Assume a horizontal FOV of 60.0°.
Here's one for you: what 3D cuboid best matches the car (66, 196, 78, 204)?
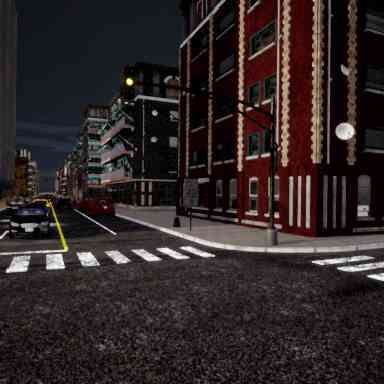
[{"bbox_3d":[-25.444,1.675,70.410,1.967,1.590,4.097,1,0,-24],"label":"car"}]

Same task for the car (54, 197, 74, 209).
[{"bbox_3d":[-17.870,1.640,46.514,1.837,1.490,4.892,1,-1,-24],"label":"car"}]

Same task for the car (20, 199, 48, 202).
[{"bbox_3d":[-12.422,1.571,26.687,1.812,1.442,4.674,1,0,-23],"label":"car"}]

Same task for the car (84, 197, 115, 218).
[{"bbox_3d":[-8.496,1.440,31.156,2.192,1.841,5.009,1,0,-24],"label":"car"}]

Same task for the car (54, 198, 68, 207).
[{"bbox_3d":[-21.906,1.724,55.530,1.994,1.385,4.181,1,0,-24],"label":"car"}]

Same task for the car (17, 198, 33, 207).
[{"bbox_3d":[-26.885,1.639,53.650,2.008,1.369,4.403,1,0,-24],"label":"car"}]

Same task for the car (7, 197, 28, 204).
[{"bbox_3d":[-20.188,1.597,38.266,2.008,1.369,4.403,1,0,-24],"label":"car"}]

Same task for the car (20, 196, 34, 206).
[{"bbox_3d":[-29.158,1.542,58.759,1.967,1.590,4.097,1,0,-24],"label":"car"}]

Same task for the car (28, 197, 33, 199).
[{"bbox_3d":[-16.545,1.551,36.329,1.882,1.535,5.008,1,0,-24],"label":"car"}]

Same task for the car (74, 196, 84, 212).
[{"bbox_3d":[-12.960,1.468,41.412,2.192,1.841,5.009,1,0,-24],"label":"car"}]

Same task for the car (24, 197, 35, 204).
[{"bbox_3d":[-33.701,1.711,68.983,1.802,1.307,4.206,1,0,-24],"label":"car"}]

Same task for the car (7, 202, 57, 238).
[{"bbox_3d":[-8.603,1.513,17.850,2.128,1.511,4.902,1,0,-23],"label":"car"}]
